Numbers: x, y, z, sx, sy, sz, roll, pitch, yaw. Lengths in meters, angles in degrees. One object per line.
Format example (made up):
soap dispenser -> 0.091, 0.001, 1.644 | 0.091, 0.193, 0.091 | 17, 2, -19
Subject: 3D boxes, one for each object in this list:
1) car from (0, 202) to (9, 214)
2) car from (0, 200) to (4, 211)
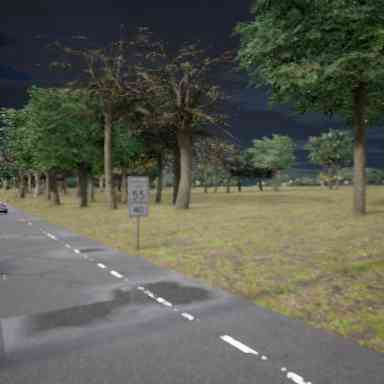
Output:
car -> -23.064, 1.893, 39.586 | 1.994, 1.385, 4.181 | 0, 0, -34
car -> -28.406, 1.914, 48.037 | 1.994, 1.385, 4.181 | 0, 0, -32
